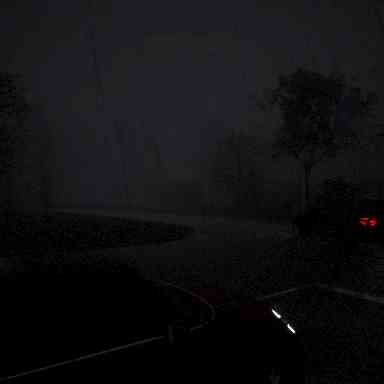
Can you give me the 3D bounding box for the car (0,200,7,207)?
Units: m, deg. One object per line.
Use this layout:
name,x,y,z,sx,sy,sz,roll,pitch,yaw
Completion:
car,-33.578,1.945,56.733,4.718,1.301,1.895,-1,0,28

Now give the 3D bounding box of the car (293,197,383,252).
car,6.553,1.241,14.364,2.150,2.045,5.566,2,0,-11

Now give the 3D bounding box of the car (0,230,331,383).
car,-1.029,1.353,3.005,4.553,1.767,2.097,0,0,-36
